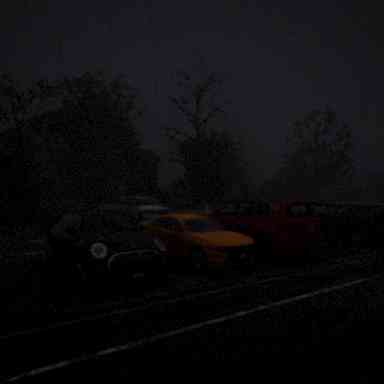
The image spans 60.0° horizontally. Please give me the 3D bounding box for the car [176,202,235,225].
[{"bbox_3d":[0.974,1.690,27.270,1.946,1.575,5.366,2,-1,-36],"label":"car"}]

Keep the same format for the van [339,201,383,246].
[{"bbox_3d":[7.257,1.441,16.591,1.878,1.987,4.442,2,-1,-36],"label":"van"}]

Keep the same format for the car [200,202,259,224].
[{"bbox_3d":[3.133,1.760,28.824,1.946,1.575,5.366,2,-1,-36],"label":"car"}]

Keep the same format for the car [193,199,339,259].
[{"bbox_3d":[2.289,1.283,12.897,2.435,2.045,5.566,1,-1,-36],"label":"car"}]

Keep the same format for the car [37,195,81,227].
[{"bbox_3d":[-7.953,1.223,20.548,2.435,2.045,5.566,1,-1,-36],"label":"car"}]

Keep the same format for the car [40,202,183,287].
[{"bbox_3d":[-2.529,1.315,9.397,2.185,1.767,4.553,1,-1,-36],"label":"car"}]

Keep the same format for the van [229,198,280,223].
[{"bbox_3d":[5.581,1.617,30.215,1.878,1.987,4.442,2,-1,-36],"label":"van"}]

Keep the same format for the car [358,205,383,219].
[{"bbox_3d":[24.935,2.670,44.315,2.185,1.767,4.553,3,-2,-35],"label":"car"}]

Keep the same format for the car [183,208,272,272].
[{"bbox_3d":[-0.060,1.488,11.159,2.097,1.535,5.008,1,-1,-36],"label":"car"}]

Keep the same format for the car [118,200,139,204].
[{"bbox_3d":[-5.810,1.517,22.133,2.231,1.521,4.892,1,-1,-36],"label":"car"}]

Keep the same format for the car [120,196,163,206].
[{"bbox_3d":[-3.535,1.313,23.760,2.435,2.045,5.566,1,-1,-36],"label":"car"}]
